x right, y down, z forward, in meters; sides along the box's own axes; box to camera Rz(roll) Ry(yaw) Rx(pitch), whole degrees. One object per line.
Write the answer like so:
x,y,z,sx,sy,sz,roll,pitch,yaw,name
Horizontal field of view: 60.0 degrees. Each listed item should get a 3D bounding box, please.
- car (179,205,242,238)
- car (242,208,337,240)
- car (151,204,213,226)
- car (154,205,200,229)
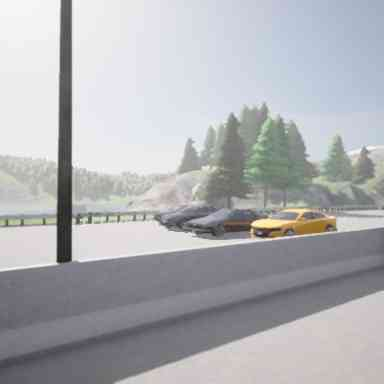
2.225,1.637,18.478,5.357,1.411,2.033,1,0,-35,car
5.035,1.574,16.180,5.008,1.535,1.882,1,0,-35,car
-0.720,1.664,24.972,4.181,1.385,1.994,1,0,-35,car
0.292,1.595,21.395,4.892,1.490,1.837,1,0,-35,car
